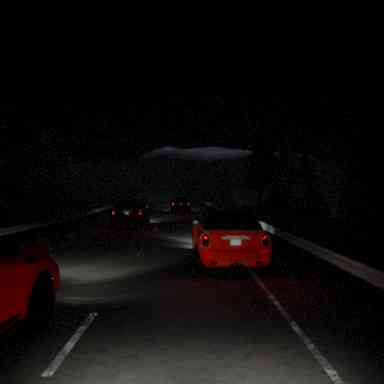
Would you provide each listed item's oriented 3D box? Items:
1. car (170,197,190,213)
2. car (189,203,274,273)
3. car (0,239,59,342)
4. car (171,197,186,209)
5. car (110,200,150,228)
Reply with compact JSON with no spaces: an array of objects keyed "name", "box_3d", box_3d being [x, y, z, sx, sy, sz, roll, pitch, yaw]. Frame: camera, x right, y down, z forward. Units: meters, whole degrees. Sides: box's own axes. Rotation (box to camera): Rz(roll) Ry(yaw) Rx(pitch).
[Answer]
[{"name":"car","box_3d":[-1.238,1.263,35.418,2.097,1.767,4.553,0,0,-3]},{"name":"car","box_3d":[1.094,1.324,10.770,2.097,1.767,4.553,0,0,-1]},{"name":"car","box_3d":[-3.440,1.211,3.612,2.150,2.045,5.566,0,0,0]},{"name":"car","box_3d":[-1.918,1.433,45.463,2.033,1.411,5.357,0,0,-4]},{"name":"car","box_3d":[-3.947,1.297,21.719,2.097,1.767,4.553,0,0,-2]}]
